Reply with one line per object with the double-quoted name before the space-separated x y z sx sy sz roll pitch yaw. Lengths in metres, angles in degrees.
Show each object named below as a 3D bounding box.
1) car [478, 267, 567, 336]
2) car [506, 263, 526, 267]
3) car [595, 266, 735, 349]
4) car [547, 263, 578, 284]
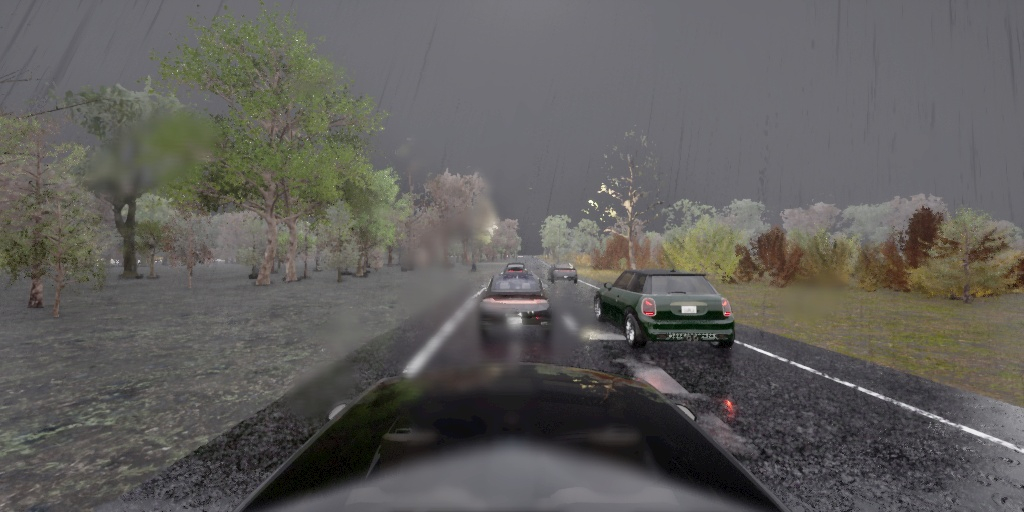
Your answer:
"car" 0.101 1.243 10.395 2.128 1.511 4.902 0 0 0
"car" 0.304 1.259 27.608 1.837 1.490 4.892 0 0 1
"car" 3.598 1.103 9.359 2.097 1.767 4.553 0 0 1
"car" 3.800 1.245 27.336 2.128 1.511 4.902 0 0 1
